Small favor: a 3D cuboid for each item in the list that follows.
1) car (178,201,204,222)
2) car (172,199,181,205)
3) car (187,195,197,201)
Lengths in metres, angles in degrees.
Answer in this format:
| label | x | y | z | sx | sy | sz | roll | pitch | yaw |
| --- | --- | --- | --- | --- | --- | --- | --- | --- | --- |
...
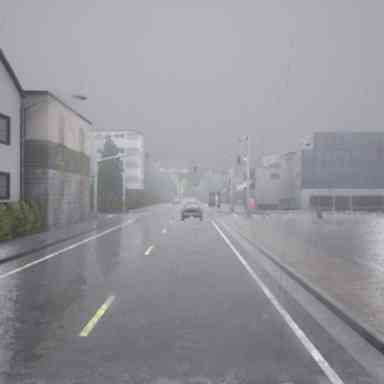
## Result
| label | x | y | z | sx | sy | sz | roll | pitch | yaw |
| --- | --- | --- | --- | --- | --- | --- | --- | --- | --- |
| car | -0.002 | 1.792 | 29.283 | 1.837 | 1.490 | 4.892 | 0 | 0 | 0 |
| car | -3.523 | 2.267 | 76.781 | 1.812 | 1.442 | 4.674 | 0 | -1 | 0 |
| car | -0.024 | 1.837 | 79.087 | 2.150 | 2.045 | 5.566 | 0 | -1 | 0 |
